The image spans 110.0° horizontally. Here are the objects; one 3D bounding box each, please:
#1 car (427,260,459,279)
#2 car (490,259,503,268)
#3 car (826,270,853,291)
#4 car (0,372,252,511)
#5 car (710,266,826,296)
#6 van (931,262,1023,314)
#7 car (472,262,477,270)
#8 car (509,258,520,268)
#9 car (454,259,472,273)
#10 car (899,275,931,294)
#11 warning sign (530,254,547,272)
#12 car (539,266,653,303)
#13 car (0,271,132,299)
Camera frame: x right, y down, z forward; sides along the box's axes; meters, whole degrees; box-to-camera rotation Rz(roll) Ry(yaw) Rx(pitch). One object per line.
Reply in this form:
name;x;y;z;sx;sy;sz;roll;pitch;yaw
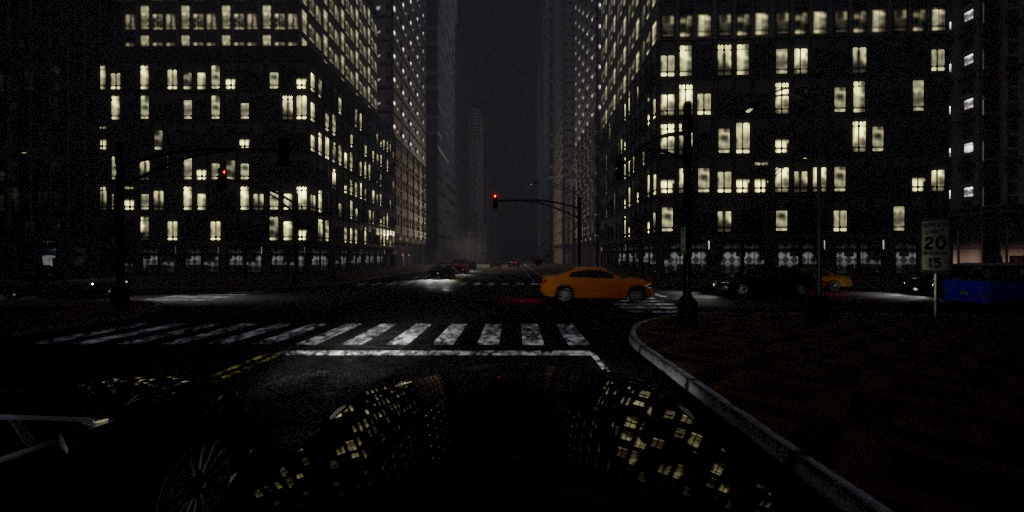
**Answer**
car;-6.462;1.341;33.291;1.994;1.385;4.181;0;0;0
car;-2.881;1.332;63.616;1.882;1.535;5.008;0;0;0
car;17.171;1.292;21.235;4.829;1.417;1.751;0;0;2
car;-3.155;1.241;1.093;2.128;1.511;4.902;0;0;0
car;13.059;1.271;18.801;4.892;1.490;1.837;0;0;2
van;18.406;1.118;13.057;3.998;1.789;1.690;0;0;2
car;-6.368;1.370;53.785;2.033;1.411;5.357;0;0;0
car;0.373;1.350;64.788;2.128;1.511;4.902;0;0;1
car;-6.419;1.148;43.288;2.097;1.767;4.553;0;0;0
car;23.459;1.321;18.380;5.357;1.411;2.033;0;0;2
warning sign;3.022;0.907;41.284;1.300;1.860;1.060;0;0;0
car;3.755;1.237;16.248;5.008;1.535;1.882;0;0;3
car;-21.312;1.358;17.113;4.718;1.301;1.895;0;0;0
